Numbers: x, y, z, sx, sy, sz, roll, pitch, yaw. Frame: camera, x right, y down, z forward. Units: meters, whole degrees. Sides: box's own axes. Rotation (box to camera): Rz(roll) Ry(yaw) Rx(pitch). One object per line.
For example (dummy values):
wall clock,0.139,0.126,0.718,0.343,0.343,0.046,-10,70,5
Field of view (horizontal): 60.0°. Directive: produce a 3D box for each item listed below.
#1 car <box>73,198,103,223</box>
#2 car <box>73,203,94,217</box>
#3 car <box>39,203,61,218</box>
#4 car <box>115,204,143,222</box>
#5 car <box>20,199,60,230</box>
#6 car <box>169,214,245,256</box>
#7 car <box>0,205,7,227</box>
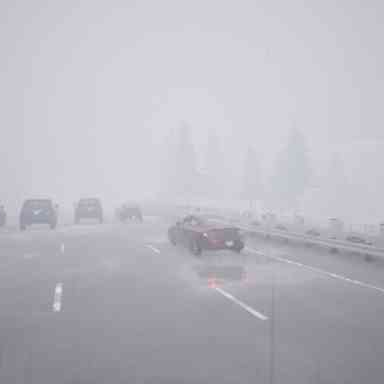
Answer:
car,-9.005,1.557,28.850,2.150,2.045,5.566,0,-1,-20
car,-12.750,2.060,38.910,2.033,1.411,5.357,0,-1,-20
car,-16.068,2.066,37.799,2.033,1.411,5.357,0,-1,-20
car,-5.769,1.838,30.198,1.837,1.490,4.892,0,-1,-20
car,-10.827,1.494,23.723,2.150,2.045,5.566,0,-1,-20
car,0.454,1.600,13.463,1.812,1.442,4.674,0,-1,-21
car,-14.106,1.498,22.490,2.150,2.045,5.566,0,-1,-20
